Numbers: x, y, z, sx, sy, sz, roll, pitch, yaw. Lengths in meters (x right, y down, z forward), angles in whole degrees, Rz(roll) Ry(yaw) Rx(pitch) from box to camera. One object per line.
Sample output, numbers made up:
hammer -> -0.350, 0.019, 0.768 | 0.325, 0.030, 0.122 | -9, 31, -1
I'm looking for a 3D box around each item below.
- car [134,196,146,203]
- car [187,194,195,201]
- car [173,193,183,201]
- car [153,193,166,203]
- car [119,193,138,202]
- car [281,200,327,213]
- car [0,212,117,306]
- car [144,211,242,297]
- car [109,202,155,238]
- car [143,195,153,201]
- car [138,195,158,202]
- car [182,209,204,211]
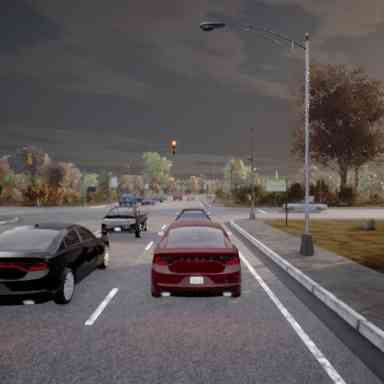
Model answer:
car -> -10.666, 1.598, 68.667 | 1.895, 1.301, 4.718 | 0, 0, 0
car -> -0.204, 1.345, 85.809 | 2.097, 1.767, 4.553 | 0, 0, 0
car -> -3.703, 1.214, 85.445 | 2.150, 2.045, 5.566 | 0, 0, 0
car -> -7.167, 1.219, 69.143 | 2.150, 2.045, 5.566 | 0, 0, 0
car -> -10.685, 1.219, 55.856 | 2.150, 2.045, 5.566 | 0, 0, 2
car -> 12.372, 1.599, 37.035 | 4.718, 1.301, 1.895 | 0, 0, 2
car -> -3.417, 1.477, 8.141 | 1.882, 1.535, 5.008 | 0, 0, 0
car -> 0.081, 1.477, 8.616 | 1.882, 1.535, 5.008 | 0, 0, 0
car -> -3.434, 1.491, 17.628 | 2.128, 1.511, 4.902 | 0, 0, -1
car -> -10.696, 1.496, 81.269 | 1.837, 1.490, 4.892 | 0, 0, 0
car -> -7.223, 1.562, 55.437 | 1.994, 1.385, 4.181 | 0, 0, -1
car -> 0.061, 1.563, 17.605 | 1.994, 1.385, 4.181 | 0, 0, 0
